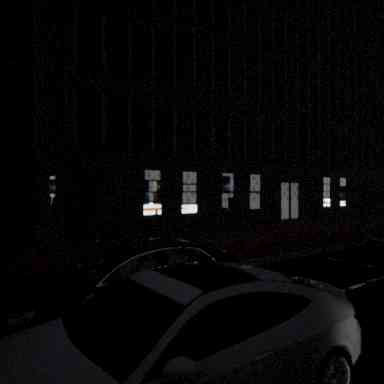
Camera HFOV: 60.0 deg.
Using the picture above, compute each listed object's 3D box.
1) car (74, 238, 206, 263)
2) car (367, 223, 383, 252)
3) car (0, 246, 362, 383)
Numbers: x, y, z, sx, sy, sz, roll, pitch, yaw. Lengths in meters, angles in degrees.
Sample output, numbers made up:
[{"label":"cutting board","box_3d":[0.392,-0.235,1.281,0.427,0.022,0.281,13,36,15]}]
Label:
[{"label":"car","box_3d":[-1.019,1.547,5.835,4.403,1.369,2.008,0,0,-36]},{"label":"car","box_3d":[8.245,1.558,12.451,4.206,1.307,1.802,0,0,-36]},{"label":"car","box_3d":[-0.138,1.523,3.280,4.674,1.442,1.812,0,0,-36]}]
